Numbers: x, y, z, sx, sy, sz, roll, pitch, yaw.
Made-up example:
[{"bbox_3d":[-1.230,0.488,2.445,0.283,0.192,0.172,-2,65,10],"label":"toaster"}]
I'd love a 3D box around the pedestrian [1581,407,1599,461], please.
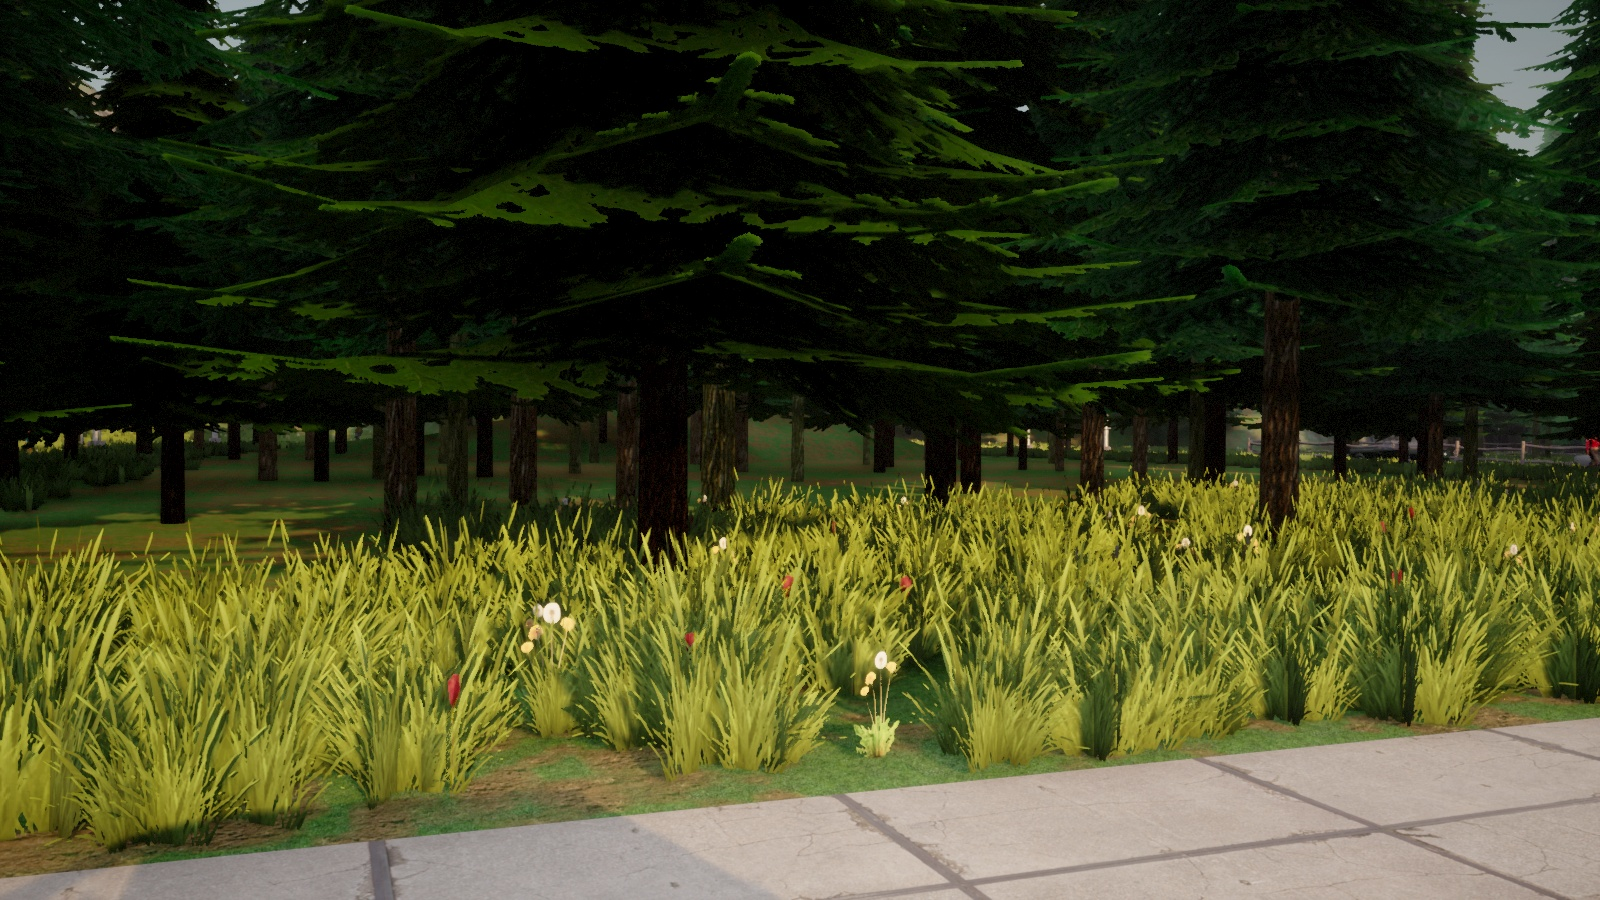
[{"bbox_3d":[27.332,-0.566,43.263,0.331,1.846,0.636,-1,1,-18],"label":"pedestrian"}]

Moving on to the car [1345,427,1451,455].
[{"bbox_3d":[29.216,-0.445,61.506,1.895,1.301,4.718,-1,1,-20],"label":"car"}]

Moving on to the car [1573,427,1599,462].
[{"bbox_3d":[31.083,-0.210,45.850,1.895,1.301,4.718,-1,1,-20],"label":"car"}]
